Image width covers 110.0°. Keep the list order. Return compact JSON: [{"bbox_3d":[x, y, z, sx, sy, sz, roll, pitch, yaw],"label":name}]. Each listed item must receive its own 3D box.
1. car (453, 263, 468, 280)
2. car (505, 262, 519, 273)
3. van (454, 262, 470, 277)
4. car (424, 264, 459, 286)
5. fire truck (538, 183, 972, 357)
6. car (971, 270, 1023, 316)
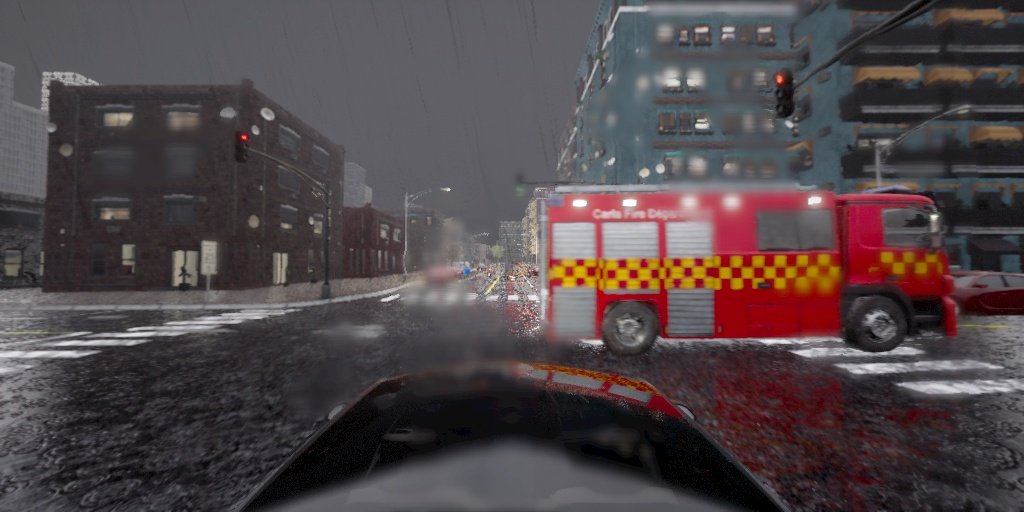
[{"bbox_3d":[-5.700,1.671,34.407,1.888,1.381,4.507,0,0,0],"label":"car"},{"bbox_3d":[-0.016,1.731,56.376,2.097,1.767,4.553,0,-1,0],"label":"car"},{"bbox_3d":[-5.701,1.532,40.094,1.690,1.789,3.998,0,0,0],"label":"van"},{"bbox_3d":[-5.774,1.606,28.725,1.888,1.381,4.507,0,0,0],"label":"car"},{"bbox_3d":[4.845,0.164,8.628,8.468,3.827,2.891,0,-1,1],"label":"fire truck"},{"bbox_3d":[14.739,1.239,11.655,5.008,1.535,1.882,0,-2,1],"label":"car"}]
